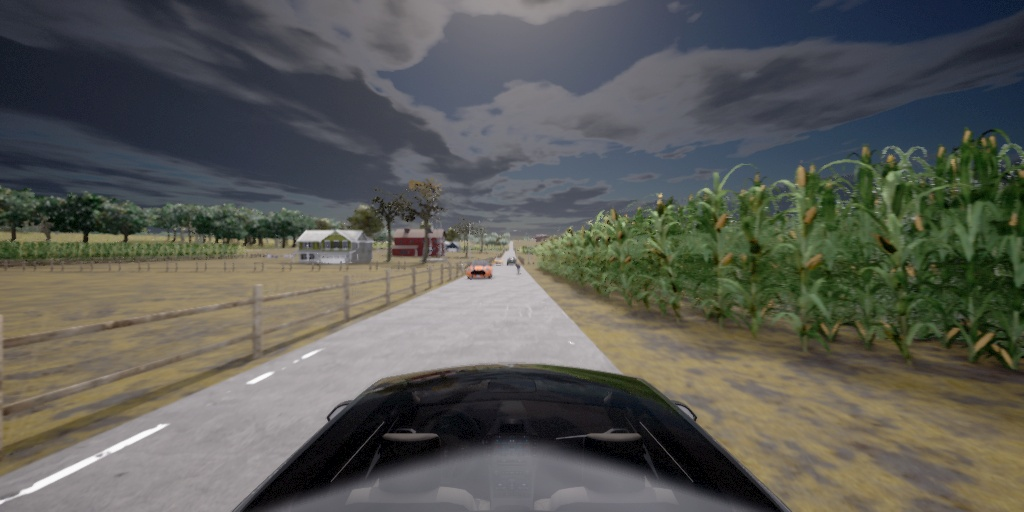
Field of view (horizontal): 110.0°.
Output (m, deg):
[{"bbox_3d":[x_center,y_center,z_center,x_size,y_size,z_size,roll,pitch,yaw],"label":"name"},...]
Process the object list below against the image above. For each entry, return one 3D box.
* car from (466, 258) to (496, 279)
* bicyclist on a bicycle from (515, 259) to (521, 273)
[{"bbox_3d":[-2.841,1.116,32.420,2.097,1.767,4.553,0,0,0],"label":"car"},{"bbox_3d":[0.759,1.185,40.221,0.866,1.612,1.509,0,-1,0],"label":"bicyclist on a bicycle"}]
